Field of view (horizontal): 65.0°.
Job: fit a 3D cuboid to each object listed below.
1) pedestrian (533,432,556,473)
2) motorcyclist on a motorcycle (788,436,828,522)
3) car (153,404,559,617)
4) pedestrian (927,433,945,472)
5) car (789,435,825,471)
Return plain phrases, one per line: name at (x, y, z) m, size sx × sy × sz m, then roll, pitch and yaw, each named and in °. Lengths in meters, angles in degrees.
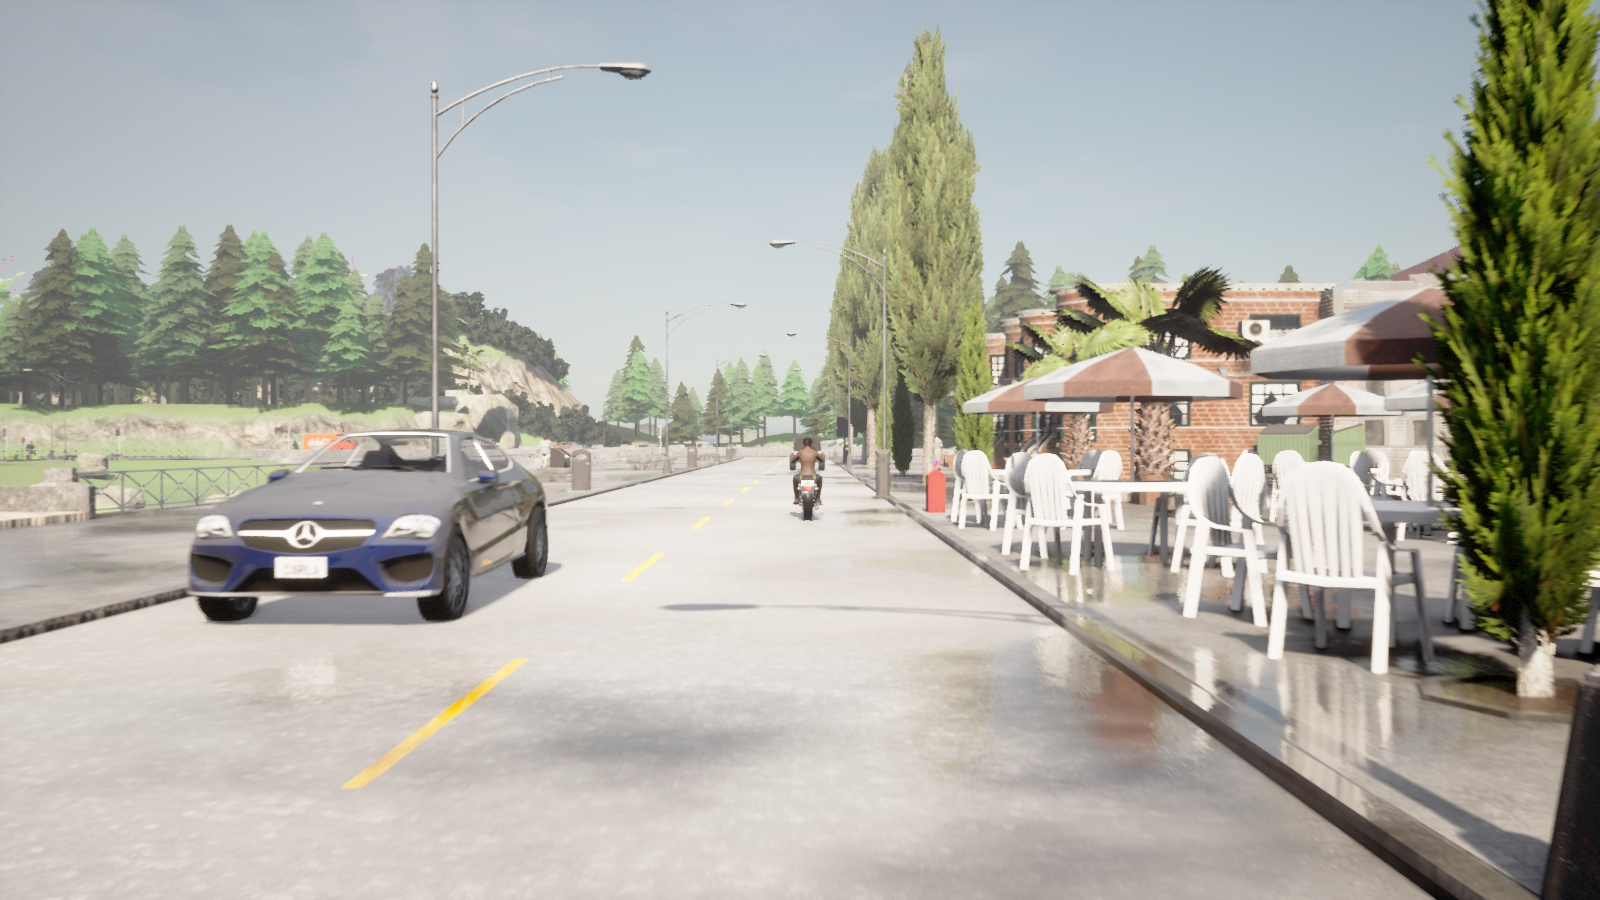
pedestrian at (-11.777, 0.120, 57.940) m, size 0.874 × 1.855 × 0.900 m, roll 0°, pitch 0°, yaw 3°
motorcyclist on a motorcycle at (0.155, 0.555, 25.243) m, size 0.766 × 1.649 × 2.350 m, roll 0°, pitch 0°, yaw 0°
car at (-3.916, 0.453, 12.225) m, size 2.152 × 1.651 × 5.027 m, roll 0°, pitch 0°, yaw 0°
pedestrian at (6.776, 0.112, 62.547) m, size 0.659 × 1.952 × 0.873 m, roll 0°, pitch 0°, yaw -11°
car at (0.397, 0.154, 69.046) m, size 1.905 × 1.878 × 3.866 m, roll 0°, pitch 0°, yaw 0°
